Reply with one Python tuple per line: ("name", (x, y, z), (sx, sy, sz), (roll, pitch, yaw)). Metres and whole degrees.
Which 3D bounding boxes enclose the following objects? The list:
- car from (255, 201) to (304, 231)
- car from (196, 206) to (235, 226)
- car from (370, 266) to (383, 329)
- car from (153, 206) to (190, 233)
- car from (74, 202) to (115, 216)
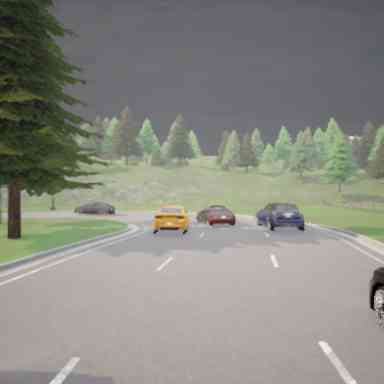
("car", (5.608, 1.464, 21.812), (2.097, 1.767, 4.553), (0, 0, -3))
("car", (1.650, 1.687, 24.537), (1.994, 1.385, 4.181), (0, 0, -14))
("car", (3.932, 1.515, 3.950), (2.128, 1.511, 4.902), (0, 0, 4))
("car", (-1.209, 1.579, 20.448), (1.882, 1.535, 5.008), (1, 0, 0))
("car", (-10.248, 1.732, 35.050), (4.181, 1.385, 1.994), (0, 0, 16))
